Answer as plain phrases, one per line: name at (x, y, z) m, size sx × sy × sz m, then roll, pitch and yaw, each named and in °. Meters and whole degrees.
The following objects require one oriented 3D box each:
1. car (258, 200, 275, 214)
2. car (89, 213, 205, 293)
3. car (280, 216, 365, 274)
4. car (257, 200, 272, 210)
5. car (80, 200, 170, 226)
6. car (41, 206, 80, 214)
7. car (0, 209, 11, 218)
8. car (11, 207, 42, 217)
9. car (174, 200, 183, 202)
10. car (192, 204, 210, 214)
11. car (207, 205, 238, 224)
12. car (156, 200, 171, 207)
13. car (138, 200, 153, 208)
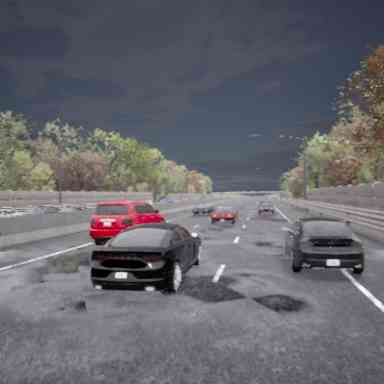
car at (8.743, 1.827, 39.188) m, size 2.033 × 1.411 × 5.357 m, roll -1°, pitch -1°, yaw 12°
car at (-0.977, 1.603, 9.359) m, size 1.882 × 1.535 × 5.008 m, roll -1°, pitch -1°, yaw 12°
car at (4.029, 1.547, 10.732) m, size 1.837 × 1.490 × 4.892 m, roll -1°, pitch -1°, yaw 12°
car at (10.784, 1.926, 49.428) m, size 1.994 × 1.385 × 4.181 m, roll -1°, pitch -1°, yaw 12°
car at (-3.034, 1.474, 16.736) m, size 2.150 × 2.045 × 5.566 m, roll -1°, pitch -1°, yaw 12°
car at (-11.161, 2.097, 30.203) m, size 1.812 × 1.442 × 4.674 m, roll -1°, pitch -1°, yaw 12°
car at (-18.121, 2.322, 31.097) m, size 1.895 × 1.301 × 4.718 m, roll -1°, pitch -1°, yaw 12°
car at (-14.392, 2.147, 31.855) m, size 2.128 × 1.511 × 4.902 m, roll -1°, pitch -1°, yaw 12°
car at (-2.907, 2.416, 69.617) m, size 1.812 × 1.442 × 4.674 m, roll -1°, pitch -1°, yaw 12°
car at (1.387, 2.013, 38.052) m, size 1.895 × 1.301 × 4.718 m, roll -1°, pitch -1°, yaw 12°
car at (2.750, 1.862, 27.348) m, size 1.895 × 1.301 × 4.718 m, roll -1°, pitch -1°, yaw 12°
car at (-6.082, 2.457, 71.549) m, size 1.882 × 1.535 × 5.008 m, roll -1°, pitch -1°, yaw 12°
car at (-9.845, 2.566, 70.625) m, size 1.812 × 1.442 × 4.674 m, roll -1°, pitch -1°, yaw 12°
